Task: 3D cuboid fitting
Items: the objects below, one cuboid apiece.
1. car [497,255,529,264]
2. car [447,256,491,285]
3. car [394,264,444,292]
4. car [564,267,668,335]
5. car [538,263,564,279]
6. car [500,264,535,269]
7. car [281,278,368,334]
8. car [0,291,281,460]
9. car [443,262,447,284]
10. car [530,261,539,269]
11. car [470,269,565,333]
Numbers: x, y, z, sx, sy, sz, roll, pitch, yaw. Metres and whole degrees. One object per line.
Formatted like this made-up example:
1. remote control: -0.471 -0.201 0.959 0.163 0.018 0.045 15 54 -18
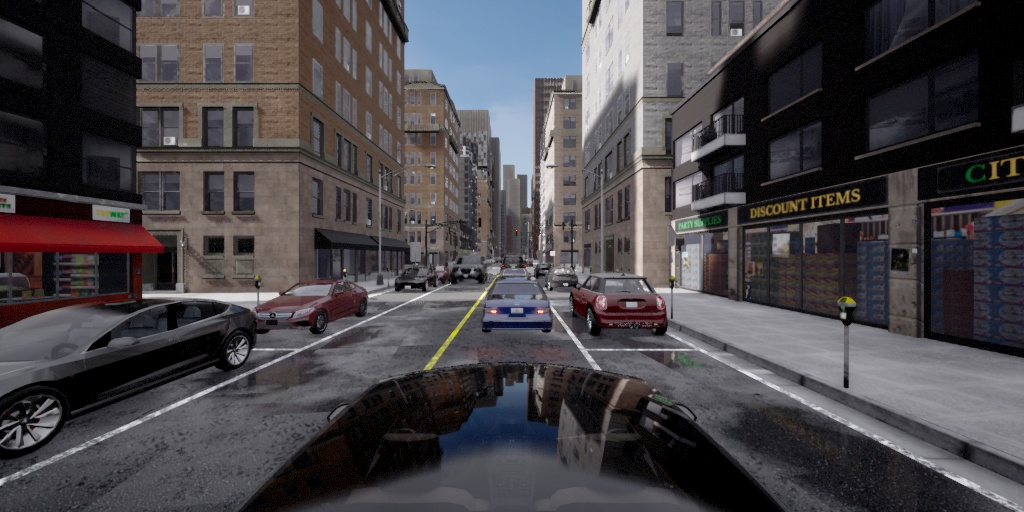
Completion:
1. car: 0.078 0.975 31.273 2.150 2.045 5.566 0 0 -1
2. car: -3.006 0.976 26.356 2.150 2.045 5.566 0 0 1
3. car: -5.624 1.317 21.544 1.948 1.339 4.313 0 0 0
4. car: 2.875 1.190 10.520 1.967 1.591 4.097 0 0 0
5. car: 2.902 1.301 21.523 2.007 1.370 4.403 0 0 0
6. car: 0.145 1.352 21.241 1.895 1.301 4.718 0 0 0
7. car: -5.650 1.332 10.542 1.802 1.307 4.207 0 0 0
8. car: -5.664 1.316 5.040 1.948 1.339 4.313 0 0 0
9. car: -5.610 1.334 27.045 1.802 1.307 4.207 0 0 0
10. car: 2.929 1.319 32.526 1.948 1.339 4.313 0 0 0
11. car: 0.121 1.297 10.736 2.033 1.411 5.357 0 0 0
